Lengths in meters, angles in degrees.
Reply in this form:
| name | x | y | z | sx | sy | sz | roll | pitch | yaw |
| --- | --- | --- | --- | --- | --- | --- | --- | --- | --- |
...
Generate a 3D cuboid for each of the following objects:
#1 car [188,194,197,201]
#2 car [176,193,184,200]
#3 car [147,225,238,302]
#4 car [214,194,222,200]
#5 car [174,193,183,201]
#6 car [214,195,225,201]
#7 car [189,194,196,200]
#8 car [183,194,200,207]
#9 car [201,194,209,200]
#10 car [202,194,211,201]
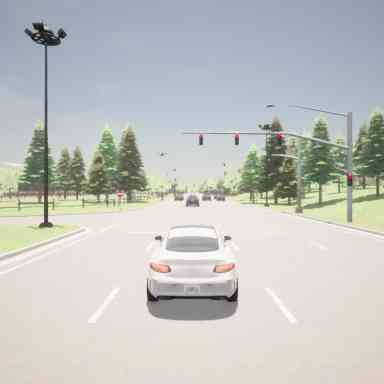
| name | x | y | z | sx | sy | sz | roll | pitch | yaw |
| --- | --- | --- | --- | --- | --- | --- | --- | --- | --- |
| car | 0.153 | 1.348 | 83.046 | 2.097 | 1.767 | 4.553 | 0 | 0 | 0 |
| car | -3.329 | 1.187 | 93.056 | 2.097 | 1.767 | 4.553 | 0 | 0 | 0 |
| car | 0.021 | 1.526 | 8.143 | 1.812 | 1.442 | 4.674 | 0 | 0 | 0 |
| car | 7.171 | 1.385 | 93.067 | 1.994 | 1.385 | 4.181 | 0 | 0 | 0 |
| car | -3.347 | 1.544 | 83.049 | 1.994 | 1.385 | 4.181 | 0 | 0 | 0 |
| car | 7.152 | 1.517 | 82.647 | 2.128 | 1.511 | 4.902 | 0 | 0 | 0 |
| car | 0.171 | 1.332 | 93.079 | 1.837 | 1.490 | 4.892 | 0 | 0 | 0 |
| car | 0.096 | 1.352 | 52.017 | 2.097 | 1.767 | 4.553 | 0 | 0 | 0 |
| car | 3.671 | 1.372 | 93.073 | 2.033 | 1.411 | 5.357 | 0 | 0 | 0 |
| car | 3.653 | 1.348 | 83.040 | 2.097 | 1.767 | 4.553 | 0 | 0 | 0 |
